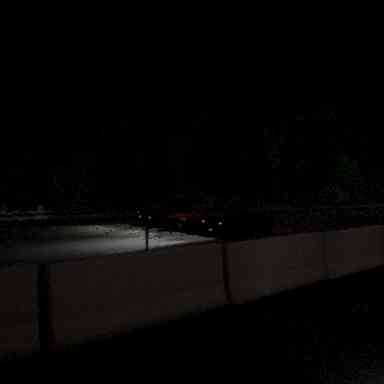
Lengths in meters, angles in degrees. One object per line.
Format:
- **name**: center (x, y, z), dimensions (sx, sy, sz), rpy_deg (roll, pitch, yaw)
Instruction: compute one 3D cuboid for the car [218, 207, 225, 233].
- **car**: center (2.772, 1.689, 18.746), dimensions (4.718, 1.301, 1.895), rpy_deg (0, 0, -36)
